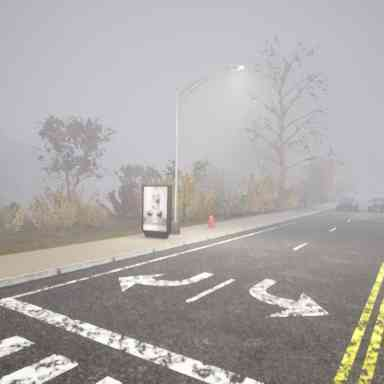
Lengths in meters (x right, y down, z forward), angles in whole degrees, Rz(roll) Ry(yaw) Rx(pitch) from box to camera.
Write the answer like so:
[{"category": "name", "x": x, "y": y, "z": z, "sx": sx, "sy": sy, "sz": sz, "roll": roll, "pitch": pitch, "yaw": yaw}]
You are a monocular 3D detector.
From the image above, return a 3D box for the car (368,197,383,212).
[{"category": "car", "x": 21.463, "y": 1.382, "z": 38.137, "sx": 2.097, "sy": 1.767, "sz": 4.553, "roll": 0, "pitch": 0, "yaw": 30}]

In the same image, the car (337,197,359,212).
[{"category": "car", "x": 18.659, "y": 1.379, "z": 39.780, "sx": 2.097, "sy": 1.767, "sz": 4.553, "roll": 0, "pitch": 0, "yaw": 30}]
